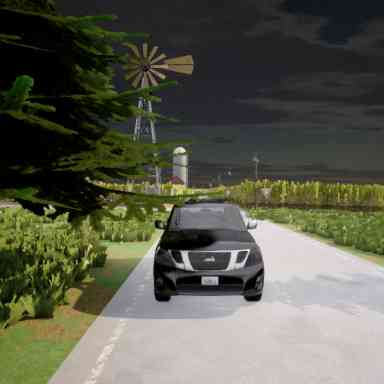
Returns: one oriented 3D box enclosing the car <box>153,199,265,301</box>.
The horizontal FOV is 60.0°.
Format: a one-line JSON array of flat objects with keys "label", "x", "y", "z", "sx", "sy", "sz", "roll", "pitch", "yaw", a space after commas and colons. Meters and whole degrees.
[{"label": "car", "x": 0.334, "y": 1.221, "z": 8.660, "sx": 2.150, "sy": 2.045, "sz": 5.566, "roll": 0, "pitch": 0, "yaw": 0}]
